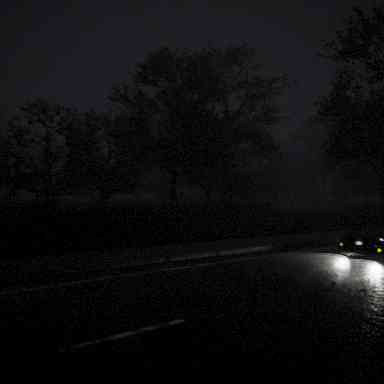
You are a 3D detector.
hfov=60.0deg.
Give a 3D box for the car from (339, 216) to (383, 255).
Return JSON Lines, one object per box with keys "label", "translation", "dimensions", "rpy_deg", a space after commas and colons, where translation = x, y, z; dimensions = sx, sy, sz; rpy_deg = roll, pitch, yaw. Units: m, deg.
{"label": "car", "translation": [7.616, 1.639, 12.741], "dimensions": [4.181, 1.385, 1.994], "rpy_deg": [0, 0, -30]}
